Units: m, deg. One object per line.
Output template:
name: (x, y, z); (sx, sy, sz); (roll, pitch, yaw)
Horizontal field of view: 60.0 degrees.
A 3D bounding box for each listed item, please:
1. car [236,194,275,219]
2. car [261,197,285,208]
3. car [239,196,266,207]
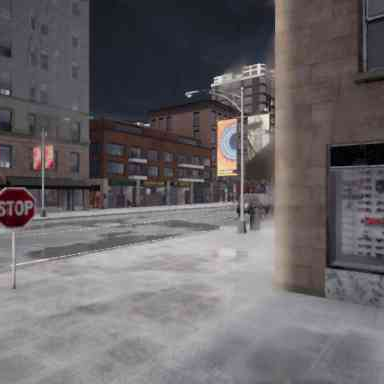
car: (5.865, 1.191, 28.826); (2.150, 2.045, 5.566); (0, 0, 36)
car: (11.855, 1.498, 48.361); (1.994, 1.385, 4.181); (0, 0, 36)
car: (9.212, 1.423, 50.253); (2.128, 1.511, 4.902); (0, 0, 36)
